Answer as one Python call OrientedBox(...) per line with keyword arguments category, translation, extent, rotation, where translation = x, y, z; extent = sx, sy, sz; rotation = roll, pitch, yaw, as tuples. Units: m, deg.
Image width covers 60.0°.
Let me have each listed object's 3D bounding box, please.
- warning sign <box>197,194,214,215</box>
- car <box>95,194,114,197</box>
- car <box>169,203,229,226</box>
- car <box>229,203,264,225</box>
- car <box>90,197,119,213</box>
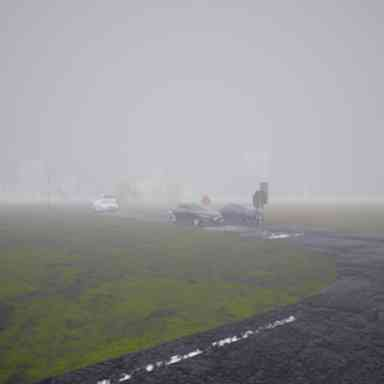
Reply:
OrientedBox(category="warning sign", translation=(1.277, 1.169, 31.630), extent=(1.300, 1.860, 1.060), rotation=(0, 0, -35))
OrientedBox(category="car", translation=(-12.791, 1.342, 47.548), extent=(2.150, 2.045, 5.566), rotation=(0, 0, -34))
OrientedBox(category="car", translation=(0.170, 1.548, 23.958), extent=(1.837, 1.490, 4.892), rotation=(0, 0, -35))
OrientedBox(category="car", translation=(3.237, 1.562, 24.737), extent=(1.812, 1.442, 4.674), rotation=(0, 0, -35))
OrientedBox(category="car", translation=(-10.142, 1.622, 38.726), extent=(1.812, 1.442, 4.674), rotation=(0, 0, -35))
